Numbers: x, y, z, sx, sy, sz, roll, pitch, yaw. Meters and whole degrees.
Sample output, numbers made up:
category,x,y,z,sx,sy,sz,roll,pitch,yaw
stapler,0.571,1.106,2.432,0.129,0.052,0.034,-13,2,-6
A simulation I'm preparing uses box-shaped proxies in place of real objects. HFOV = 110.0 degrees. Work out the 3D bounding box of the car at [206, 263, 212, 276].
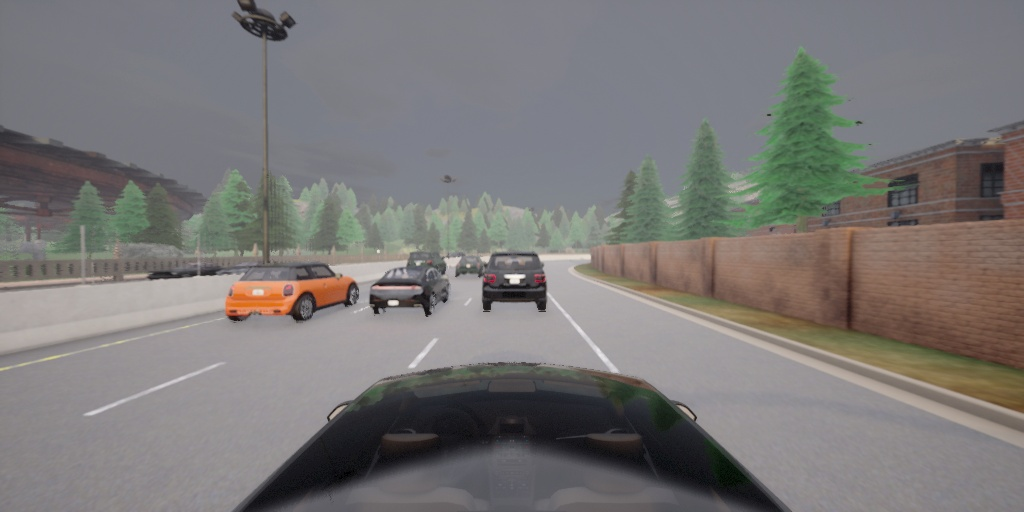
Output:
category,x,y,z,sx,sy,sz,roll,pitch,yaw
car,-17.548,1.055,24.015,1.994,1.385,4.181,0,1,1

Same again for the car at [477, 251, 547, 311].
category,x,y,z,sx,sy,sz,roll,pitch,yaw
car,0.084,0.831,13.662,2.150,2.045,5.566,0,1,0

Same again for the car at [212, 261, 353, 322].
category,x,y,z,sx,sy,sz,roll,pitch,yaw
car,-6.916,0.983,11.898,2.097,1.767,4.553,0,1,0

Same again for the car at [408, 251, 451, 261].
category,x,y,z,sx,sy,sz,roll,pitch,yaw
car,-6.839,0.650,29.140,2.150,2.045,5.566,0,1,1

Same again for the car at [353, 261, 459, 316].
category,x,y,z,sx,sy,sz,roll,pitch,yaw
car,-3.417,1.112,12.753,2.128,1.511,4.902,0,1,0

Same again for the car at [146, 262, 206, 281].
category,x,y,z,sx,sy,sz,roll,pitch,yaw
car,-21.079,1.095,23.764,1.895,1.301,4.718,0,1,1

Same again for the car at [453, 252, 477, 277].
category,x,y,z,sx,sy,sz,roll,pitch,yaw
car,-3.292,0.772,29.806,2.097,1.767,4.553,0,1,2
